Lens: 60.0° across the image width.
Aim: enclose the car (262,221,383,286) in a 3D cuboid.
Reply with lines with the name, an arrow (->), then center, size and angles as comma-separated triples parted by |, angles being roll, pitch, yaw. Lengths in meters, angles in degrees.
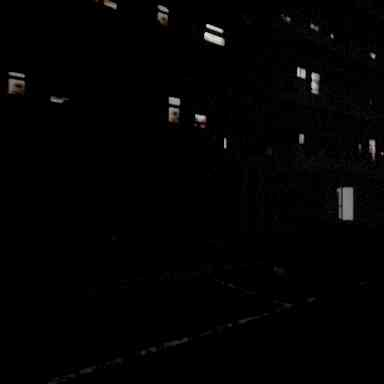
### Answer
car -> 3.883, 1.538, 9.356 | 4.313, 1.339, 1.947 | 0, 0, -36
